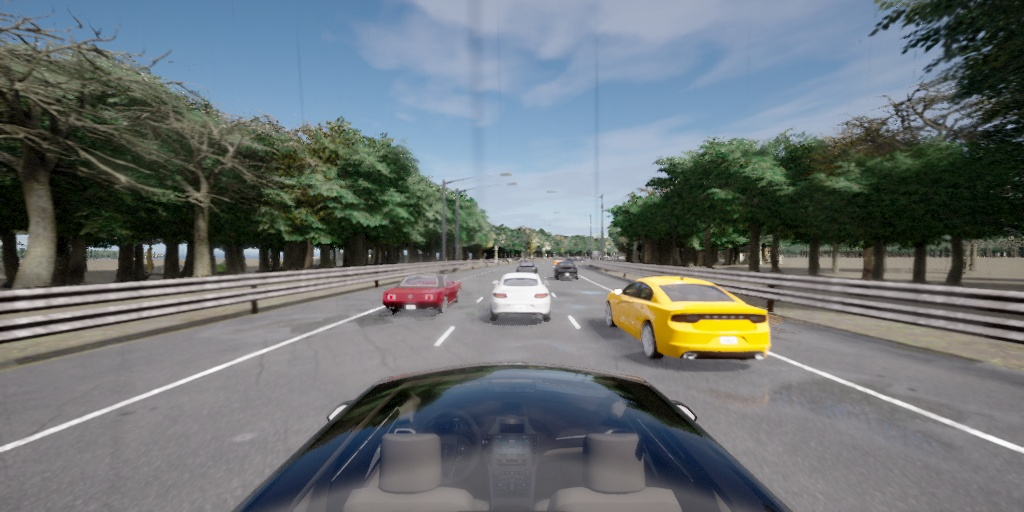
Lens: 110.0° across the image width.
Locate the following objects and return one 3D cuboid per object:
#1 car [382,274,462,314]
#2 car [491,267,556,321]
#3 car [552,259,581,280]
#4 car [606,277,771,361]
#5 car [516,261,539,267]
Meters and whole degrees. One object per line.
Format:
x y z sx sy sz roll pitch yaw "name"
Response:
-3.165 1.346 13.696 1.895 1.301 4.718 0 0 2 "car"
0.302 1.275 12.351 1.812 1.442 4.674 0 0 2 "car"
4.732 1.241 31.788 1.837 1.490 4.892 0 0 4 "car"
3.589 1.227 8.339 1.882 1.535 5.008 0 0 1 "car"
1.412 1.237 32.700 2.128 1.511 4.902 0 0 4 "car"
